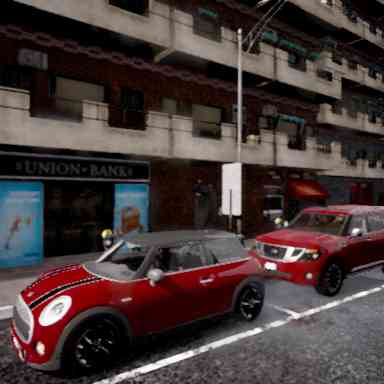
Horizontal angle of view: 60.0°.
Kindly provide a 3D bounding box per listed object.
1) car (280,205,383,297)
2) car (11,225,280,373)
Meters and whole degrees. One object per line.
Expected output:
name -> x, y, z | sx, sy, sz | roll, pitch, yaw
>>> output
car -> 3.791, 1.314, 8.797 | 5.009, 1.841, 2.192 | 0, 0, -36
car -> -0.716, 1.440, 5.582 | 4.097, 1.590, 1.967 | 0, 0, -36
